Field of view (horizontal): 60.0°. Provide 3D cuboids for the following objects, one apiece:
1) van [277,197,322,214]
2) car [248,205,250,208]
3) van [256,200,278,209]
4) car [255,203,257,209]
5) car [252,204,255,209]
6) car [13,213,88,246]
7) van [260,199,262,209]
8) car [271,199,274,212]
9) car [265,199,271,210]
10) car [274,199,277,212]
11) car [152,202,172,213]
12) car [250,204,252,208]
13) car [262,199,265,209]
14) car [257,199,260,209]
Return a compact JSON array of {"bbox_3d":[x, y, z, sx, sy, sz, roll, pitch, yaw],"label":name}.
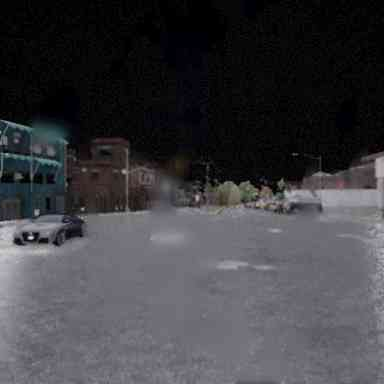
[{"bbox_3d":[12.659,1.573,38.421,4.442,1.987,1.878,1,-2,-14],"label":"van"},{"bbox_3d":[17.870,3.499,85.712,5.366,1.575,1.946,2,-2,-14],"label":"car"},{"bbox_3d":[16.622,2.774,73.920,4.442,1.987,1.878,2,-2,-14],"label":"van"},{"bbox_3d":[16.075,2.786,68.026,5.008,1.535,2.097,1,-2,-14],"label":"car"},{"bbox_3d":[16.430,2.640,71.004,5.566,2.045,2.435,1,-2,-14],"label":"car"},{"bbox_3d":[-6.746,1.764,16.322,1.994,1.385,4.181,-1,0,6],"label":"car"},{"bbox_3d":[14.972,2.260,59.129,4.442,1.987,1.878,1,-2,-14],"label":"van"},{"bbox_3d":[13.432,2.038,44.359,4.674,1.452,2.002,1,-2,-14],"label":"car"},{"bbox_3d":[13.580,2.089,47.274,5.366,1.575,1.946,1,-2,-14],"label":"car"},{"bbox_3d":[13.095,1.940,41.406,4.674,1.452,2.002,1,-2,-14],"label":"car"},{"bbox_3d":[-3.822,1.952,42.498,1.812,1.442,4.674,0,-1,6],"label":"car"},{"bbox_3d":[17.037,2.868,76.894,5.566,2.045,2.435,2,-2,-14],"label":"car"},{"bbox_3d":[14.783,2.265,56.204,4.553,1.767,2.185,1,-2,-14],"label":"car"},{"bbox_3d":[15.589,2.588,62.161,5.366,1.575,1.946,1,-2,-14],"label":"car"}]
